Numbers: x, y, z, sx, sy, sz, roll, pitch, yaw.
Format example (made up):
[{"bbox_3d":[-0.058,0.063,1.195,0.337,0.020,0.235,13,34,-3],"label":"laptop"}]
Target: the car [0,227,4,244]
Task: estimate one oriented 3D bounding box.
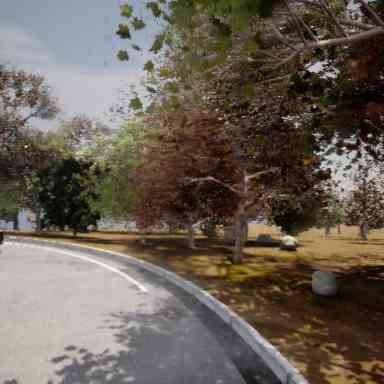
[{"bbox_3d":[-10.333,1.822,14.714,4.902,1.511,2.128,0,-2,32],"label":"car"}]
